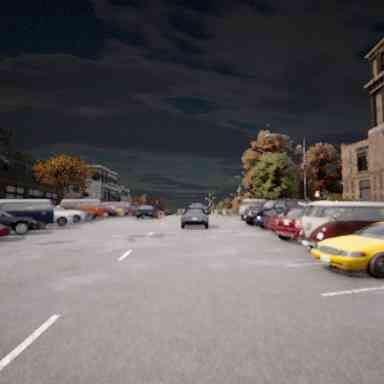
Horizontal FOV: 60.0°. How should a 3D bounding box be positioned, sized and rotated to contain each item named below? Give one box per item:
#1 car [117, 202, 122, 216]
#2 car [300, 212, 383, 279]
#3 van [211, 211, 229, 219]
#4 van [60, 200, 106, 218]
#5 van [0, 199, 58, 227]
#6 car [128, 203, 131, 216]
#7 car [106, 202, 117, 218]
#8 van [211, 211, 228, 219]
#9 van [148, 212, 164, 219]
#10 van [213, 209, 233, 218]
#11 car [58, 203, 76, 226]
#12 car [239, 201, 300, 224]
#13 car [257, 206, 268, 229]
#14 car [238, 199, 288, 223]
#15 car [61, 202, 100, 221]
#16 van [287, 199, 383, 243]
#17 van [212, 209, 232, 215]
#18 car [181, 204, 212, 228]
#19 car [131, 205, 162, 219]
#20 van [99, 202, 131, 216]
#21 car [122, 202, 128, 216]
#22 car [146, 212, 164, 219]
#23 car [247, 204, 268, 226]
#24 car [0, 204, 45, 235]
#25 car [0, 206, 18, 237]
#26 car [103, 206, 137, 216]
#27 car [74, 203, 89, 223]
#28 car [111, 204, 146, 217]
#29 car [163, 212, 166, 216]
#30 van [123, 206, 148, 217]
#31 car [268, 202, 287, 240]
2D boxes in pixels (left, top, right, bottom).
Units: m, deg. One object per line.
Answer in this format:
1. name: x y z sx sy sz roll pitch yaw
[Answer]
1. car: -11.185 2.220 39.455 4.892 1.521 2.231 0 -3 -19
2. car: 6.245 1.558 10.192 5.366 1.575 1.946 1 0 -20
3. van: 7.399 6.062 88.649 4.442 1.987 1.878 3 -5 -19
4. van: -11.355 1.759 33.571 4.442 1.987 1.878 0 -2 -19
5. van: -11.449 1.482 21.842 4.442 1.987 1.878 0 -1 -20
6. car: -11.114 2.536 45.295 4.892 1.521 2.231 0 -4 -19
7. car: -11.219 2.092 36.531 5.008 1.535 2.097 0 -2 -19
8. van: 7.735 6.617 94.594 4.442 1.987 1.878 3 -6 -19
9. van: -10.298 6.639 94.926 4.442 1.987 1.878 1 -5 -19
10. van: 7.437 5.265 79.939 4.442 1.987 1.878 3 -6 -19
11. car: -11.321 1.804 24.812 4.674 1.452 2.002 0 -1 -20
12. car: 6.556 1.727 28.227 4.553 1.767 2.185 1 -1 -19
13. car: 6.455 1.720 19.237 4.674 1.452 2.002 1 -1 -20
14. car: 6.482 1.538 25.210 5.566 2.045 2.435 1 -1 -20
15. car: -11.242 1.926 30.683 4.792 1.488 2.163 0 -2 -19
16. van: 6.324 1.367 13.210 4.442 1.987 1.878 1 -1 -20
17. van: 7.159 4.988 76.924 4.442 1.987 1.878 3 -5 -19
18. car: 0.205 1.849 24.798 1.994 1.385 4.181 0 -1 0
19. car: -4.817 2.146 36.116 2.033 1.411 5.357 0 -2 1
20. van: -11.178 2.496 48.188 4.442 1.987 1.878 0 -3 -19
21. car: -11.317 2.363 42.309 5.366 1.575 1.946 0 -3 -19
22. car: -10.217 6.468 92.045 4.553 1.767 2.185 1 -5 -19
23. car: 6.506 1.762 22.242 4.792 1.488 2.163 1 -1 -20
24. car: -11.362 1.656 18.944 5.008 1.535 2.097 0 -1 -20
25. car: -11.344 1.641 16.026 4.792 1.488 2.163 -1 -1 -20
26. car: -11.016 2.930 51.127 4.892 1.521 2.231 1 -4 -19
27. car: -11.298 1.867 27.750 4.674 1.452 2.002 0 -2 -20
28. car: -10.910 3.156 57.007 5.566 2.045 2.435 1 -5 -19
29. car: -10.393 5.802 86.197 5.566 2.045 2.435 1 -5 -19
30. van: -10.724 3.710 62.885 4.442 1.987 1.878 1 -6 -19
31. car: 6.414 1.509 16.240 4.553 1.767 2.185 1 -1 -20
